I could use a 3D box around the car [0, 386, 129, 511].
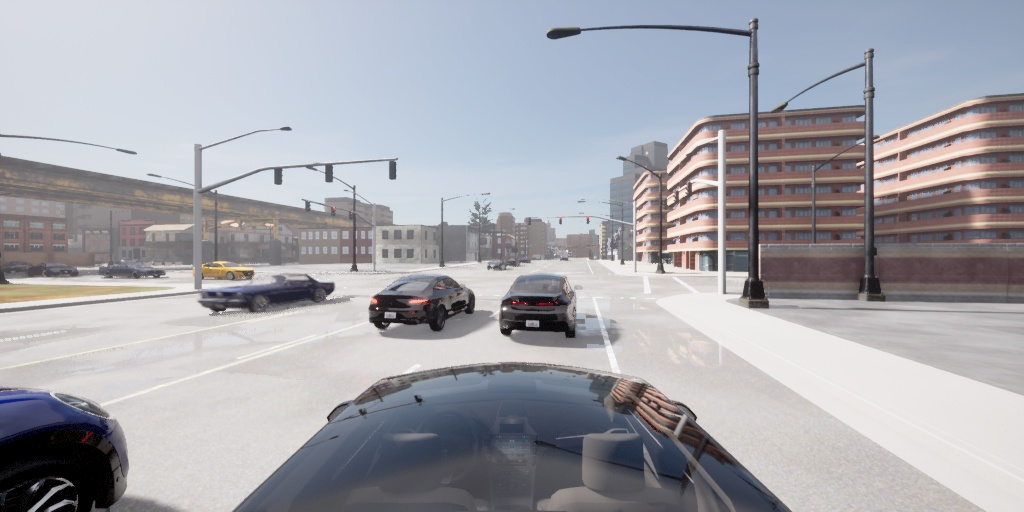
[{"bbox_3d":[-4.029,1.102,0.798,2.097,1.767,4.553,0,0,4],"label":"car"}]

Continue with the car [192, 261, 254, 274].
[{"bbox_3d":[-24.580,1.228,30.627,5.008,1.535,1.882,0,0,10],"label":"car"}]

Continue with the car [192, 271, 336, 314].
[{"bbox_3d":[-9.257,1.351,14.030,1.895,1.301,4.718,0,0,11],"label":"car"}]

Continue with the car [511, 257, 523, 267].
[{"bbox_3d":[0.018,0.939,58.492,1.882,1.535,5.008,0,1,11],"label":"car"}]

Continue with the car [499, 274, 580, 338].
[{"bbox_3d":[0.914,1.255,10.335,1.837,1.490,4.892,0,0,11],"label":"car"}]

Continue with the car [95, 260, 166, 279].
[{"bbox_3d":[-34.237,1.297,32.266,5.357,1.411,2.033,0,0,9],"label":"car"}]

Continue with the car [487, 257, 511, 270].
[{"bbox_3d":[-2.002,1.106,48.114,2.128,1.511,4.902,0,1,11],"label":"car"}]

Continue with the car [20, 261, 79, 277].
[{"bbox_3d":[-43.955,1.314,34.306,4.181,1.385,1.994,0,0,15],"label":"car"}]

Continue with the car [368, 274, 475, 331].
[{"bbox_3d":[-2.531,1.276,10.977,1.812,1.442,4.674,0,0,11],"label":"car"}]
